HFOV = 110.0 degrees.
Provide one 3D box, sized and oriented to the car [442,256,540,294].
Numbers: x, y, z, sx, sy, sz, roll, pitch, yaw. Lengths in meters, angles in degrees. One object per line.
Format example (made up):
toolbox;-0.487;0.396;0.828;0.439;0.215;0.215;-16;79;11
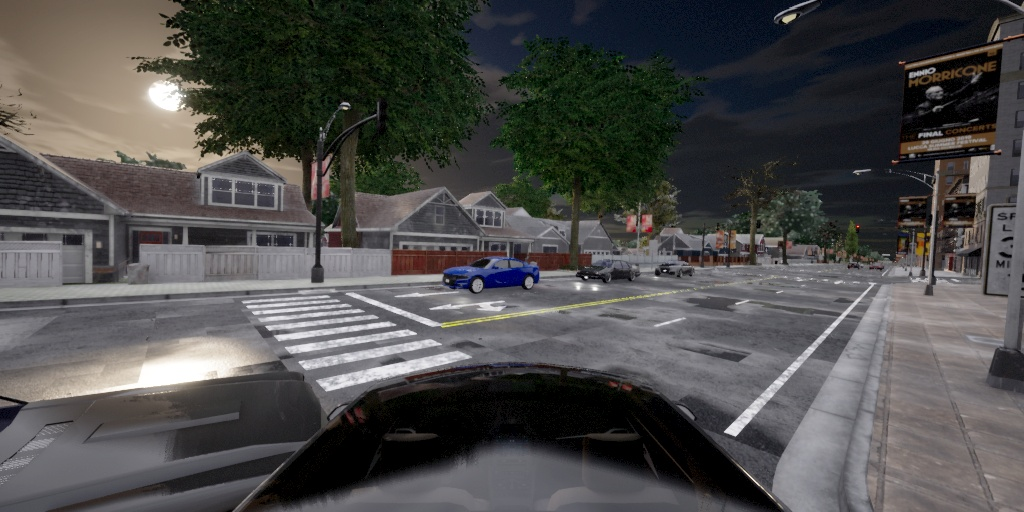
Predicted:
car;-0.855;0.776;16.627;5.008;1.535;1.882;1;3;-43

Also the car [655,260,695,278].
car;13.749;1.018;30.214;4.181;1.385;1.994;1;2;-43

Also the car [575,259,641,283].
car;6.431;0.922;23.420;5.357;1.411;2.033;1;2;-43

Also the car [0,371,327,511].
car;-3.319;1.274;1.484;4.718;1.301;1.895;1;2;-33
